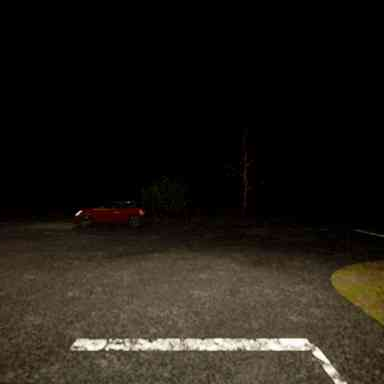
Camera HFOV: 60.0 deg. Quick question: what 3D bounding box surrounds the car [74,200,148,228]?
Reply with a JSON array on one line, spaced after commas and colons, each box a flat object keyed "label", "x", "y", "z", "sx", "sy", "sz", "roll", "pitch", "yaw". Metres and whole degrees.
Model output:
[{"label": "car", "x": -5.254, "y": 1.335, "z": 21.770, "sx": 4.553, "sy": 1.767, "sz": 2.097, "roll": 0, "pitch": 0, "yaw": -1}]
